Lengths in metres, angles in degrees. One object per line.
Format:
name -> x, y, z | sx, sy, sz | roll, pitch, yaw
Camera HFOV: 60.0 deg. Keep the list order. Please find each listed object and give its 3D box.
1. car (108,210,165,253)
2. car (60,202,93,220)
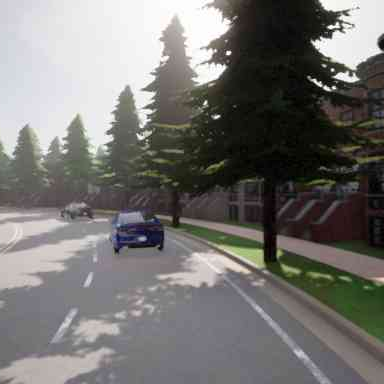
car -> -2.454, 1.513, 14.128 | 1.882, 1.535, 5.008 | 0, 0, -16
car -> -10.108, 1.634, 29.145 | 1.812, 1.442, 4.674 | 0, 0, -35
